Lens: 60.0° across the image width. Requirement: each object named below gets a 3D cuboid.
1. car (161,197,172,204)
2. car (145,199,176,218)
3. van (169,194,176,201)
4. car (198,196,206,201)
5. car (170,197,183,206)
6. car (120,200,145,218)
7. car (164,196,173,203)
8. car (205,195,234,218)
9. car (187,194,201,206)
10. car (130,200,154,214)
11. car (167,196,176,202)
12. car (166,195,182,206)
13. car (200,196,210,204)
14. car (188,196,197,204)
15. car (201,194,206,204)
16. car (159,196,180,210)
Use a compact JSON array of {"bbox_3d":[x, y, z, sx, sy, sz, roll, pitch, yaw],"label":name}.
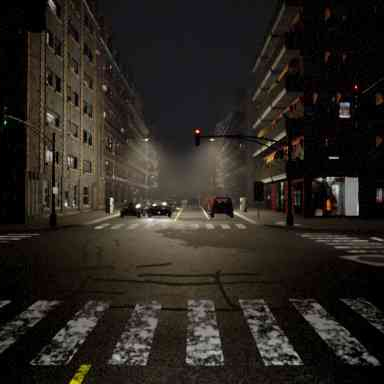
[{"bbox_3d":[-5.240,1.667,69.095,2.008,1.369,4.403,1,0,0],"label":"car"},{"bbox_3d":[-2.812,1.575,30.428,1.994,1.385,4.181,0,0,0],"label":"car"},{"bbox_3d":[-5.217,1.589,91.351,1.690,1.788,3.998,1,0,0],"label":"van"},{"bbox_3d":[2.659,1.813,91.375,1.947,1.339,4.313,1,0,0],"label":"car"},{"bbox_3d":[-2.695,1.619,59.603,2.033,1.411,5.357,0,0,0],"label":"car"},{"bbox_3d":[-5.272,1.577,30.162,1.947,1.339,4.313,1,0,0],"label":"car"},{"bbox_3d":[-5.235,1.671,74.487,1.752,1.417,4.829,1,0,0],"label":"car"},{"bbox_3d":[2.612,1.326,30.201,2.192,1.841,5.009,1,0,0],"label":"car"},{"bbox_3d":[0.153,1.537,56.444,1.882,1.535,5.008,0,-1,0],"label":"car"},{"bbox_3d":[-5.267,1.581,35.724,1.947,1.339,4.313,1,0,0],"label":"car"},{"bbox_3d":[-5.226,1.764,85.786,2.008,1.369,4.403,1,0,0],"label":"car"},{"bbox_3d":[-2.734,1.601,49.242,1.994,1.385,4.181,0,0,1],"label":"car"},{"bbox_3d":[2.641,1.556,69.124,1.967,1.590,4.097,1,0,0],"label":"car"},{"bbox_3d":[0.135,1.600,70.384,1.882,1.535,5.008,0,0,0],"label":"car"},{"bbox_3d":[2.621,1.336,41.326,2.192,1.841,5.009,1,0,0],"label":"car"},{"bbox_3d":[-2.796,1.523,39.308,1.837,1.490,4.892,0,0,0],"label":"car"}]
